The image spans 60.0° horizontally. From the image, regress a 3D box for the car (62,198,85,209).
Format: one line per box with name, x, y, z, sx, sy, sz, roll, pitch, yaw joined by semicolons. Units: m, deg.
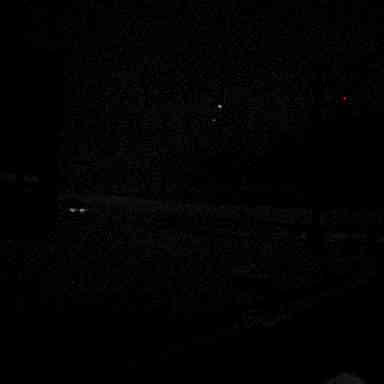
car;-16.247;1.515;45.498;2.033;1.411;5.357;2;-1;-35
